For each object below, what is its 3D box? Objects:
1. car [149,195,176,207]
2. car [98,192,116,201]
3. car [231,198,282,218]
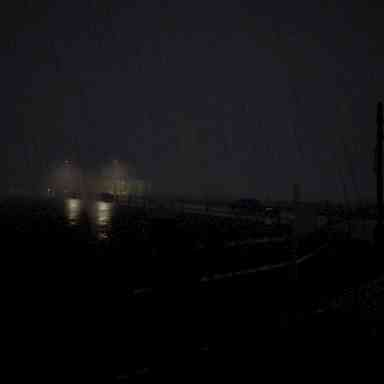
[{"bbox_3d":[-3.695,1.104,41.312,1.994,1.385,4.181,1,1,-36],"label":"car"},{"bbox_3d":[-14.584,0.771,56.622,1.812,1.442,4.674,1,0,-36],"label":"car"},{"bbox_3d":[5.458,1.299,28.575,1.882,1.535,5.008,1,1,-36],"label":"car"}]
